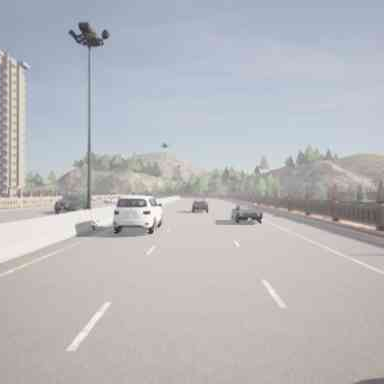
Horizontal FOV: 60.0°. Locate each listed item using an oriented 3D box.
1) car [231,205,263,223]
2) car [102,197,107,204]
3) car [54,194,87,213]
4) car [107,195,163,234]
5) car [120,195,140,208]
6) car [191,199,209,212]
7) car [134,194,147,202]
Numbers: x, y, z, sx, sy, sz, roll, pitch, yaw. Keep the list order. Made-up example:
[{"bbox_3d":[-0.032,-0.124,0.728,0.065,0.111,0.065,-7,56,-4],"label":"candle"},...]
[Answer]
[{"bbox_3d":[4.107,1.629,25.527,1.895,1.301,4.718,0,0,2],"label":"car"},{"bbox_3d":[-15.969,1.592,64.594,1.812,1.442,4.674,0,0,2],"label":"car"},{"bbox_3d":[-13.282,1.255,37.056,2.150,2.045,5.566,0,0,2],"label":"car"},{"bbox_3d":[-3.050,1.241,19.588,2.150,2.045,5.566,0,0,1],"label":"car"},{"bbox_3d":[-9.395,1.402,50.806,2.097,1.767,4.553,0,0,2],"label":"car"},{"bbox_3d":[0.967,1.533,39.165,2.128,1.511,4.902,0,0,2],"label":"car"},{"bbox_3d":[-12.102,1.435,78.287,2.097,1.767,4.553,0,0,2],"label":"car"}]
